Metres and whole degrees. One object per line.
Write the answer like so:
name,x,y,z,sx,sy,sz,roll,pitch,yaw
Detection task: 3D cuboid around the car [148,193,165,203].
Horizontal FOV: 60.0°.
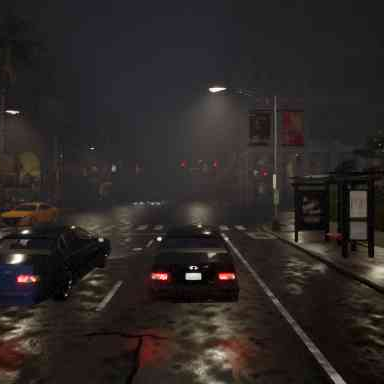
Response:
car,-7.518,1.553,70.508,1.994,1.385,4.181,0,0,0

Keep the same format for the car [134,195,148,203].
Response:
car,-11.018,1.553,70.462,1.994,1.385,4.181,0,0,0

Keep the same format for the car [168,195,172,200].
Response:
car,-6.814,1.500,90.999,1.837,1.490,4.892,0,0,9

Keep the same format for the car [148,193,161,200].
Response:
car,-10.335,1.225,91.182,2.150,2.045,5.566,0,0,9

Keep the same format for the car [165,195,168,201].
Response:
car,-7.594,1.355,80.691,2.097,1.767,4.553,0,0,0

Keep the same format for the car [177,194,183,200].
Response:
car,-2.757,1.355,93.203,2.097,1.767,4.553,0,0,15

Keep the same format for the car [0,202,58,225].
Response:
car,-10.661,1.477,22.129,1.882,1.535,5.008,0,0,1

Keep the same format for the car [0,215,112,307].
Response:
car,-3.476,1.547,8.236,2.033,1.411,5.357,0,0,0

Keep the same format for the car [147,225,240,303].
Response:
car,0.024,1.547,8.421,2.033,1.411,5.357,0,0,0

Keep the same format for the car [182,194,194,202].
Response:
car,-0.574,1.540,77.782,2.033,1.411,5.357,0,0,0
